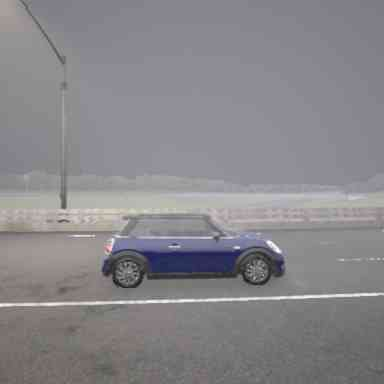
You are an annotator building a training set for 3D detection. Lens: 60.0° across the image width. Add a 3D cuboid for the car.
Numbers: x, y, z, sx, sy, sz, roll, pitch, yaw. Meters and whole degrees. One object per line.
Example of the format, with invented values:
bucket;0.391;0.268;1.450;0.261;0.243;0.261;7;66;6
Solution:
car;0.042;1.339;8.740;4.553;1.767;2.097;0;0;-5
